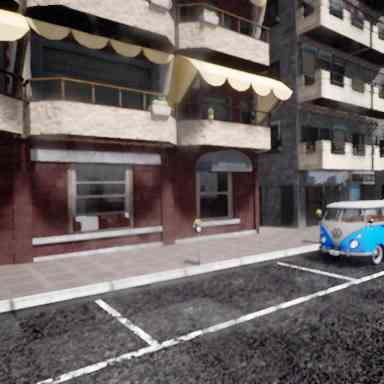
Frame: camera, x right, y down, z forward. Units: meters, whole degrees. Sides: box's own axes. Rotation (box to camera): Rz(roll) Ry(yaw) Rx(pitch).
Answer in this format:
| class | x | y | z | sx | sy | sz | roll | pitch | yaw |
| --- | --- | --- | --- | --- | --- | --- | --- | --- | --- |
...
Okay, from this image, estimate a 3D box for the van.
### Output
| class | x | y | z | sx | sy | sz | roll | pitch | yaw |
| --- | --- | --- | --- | --- | --- | --- | --- | --- | --- |
| van | 5.753 | 1.174 | 10.676 | 3.998 | 1.788 | 1.690 | -1 | 0 | -35 |
